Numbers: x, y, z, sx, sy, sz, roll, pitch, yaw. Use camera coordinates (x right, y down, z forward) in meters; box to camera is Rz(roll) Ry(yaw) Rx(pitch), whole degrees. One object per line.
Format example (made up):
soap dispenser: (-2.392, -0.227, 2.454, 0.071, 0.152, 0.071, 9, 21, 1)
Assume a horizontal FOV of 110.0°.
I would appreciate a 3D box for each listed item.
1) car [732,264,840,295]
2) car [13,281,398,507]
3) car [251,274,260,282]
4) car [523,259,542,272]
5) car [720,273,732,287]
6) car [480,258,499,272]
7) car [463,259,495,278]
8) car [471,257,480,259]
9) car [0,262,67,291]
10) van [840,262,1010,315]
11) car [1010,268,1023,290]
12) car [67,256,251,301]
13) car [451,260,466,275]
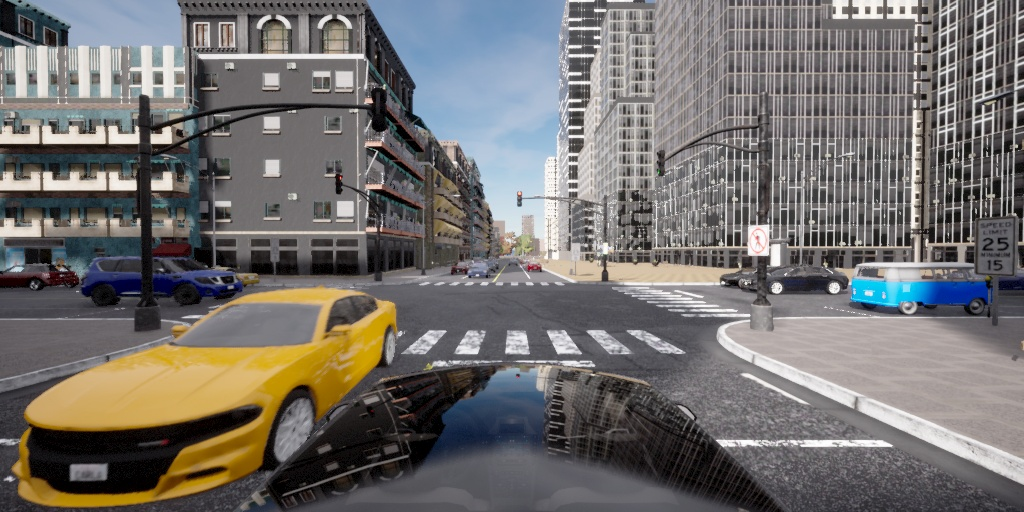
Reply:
car: (14.641, 1.194, 18.718, 4.892, 1.490, 1.837, 0, 1, 0)
car: (-3.046, 1.224, 4.973, 1.882, 1.535, 5.008, 1, 0, -3)
car: (-17.826, 1.247, 21.361, 4.829, 1.417, 1.751, 0, 0, 0)
car: (2.782, 1.290, 45.091, 1.888, 1.381, 4.507, 0, 0, 0)
car: (14.732, 1.216, 21.320, 4.313, 1.339, 1.948, 0, 0, 0)
car: (-2.975, 1.309, 43.991, 1.994, 1.385, 4.181, 0, 0, 0)
car: (-3.007, 1.292, 33.958, 2.033, 1.411, 5.357, 0, 0, 0)
car: (-5.566, 1.184, 45.058, 1.967, 1.591, 4.097, 0, 0, 0)
car: (-28.724, 1.190, 21.375, 4.097, 1.591, 1.967, 0, 0, 0)
van: (14.721, 1.117, 12.939, 3.998, 1.789, 1.690, 0, 0, 0)
car: (24.713, 1.196, 18.703, 4.674, 1.442, 1.812, 0, 1, 0)
car: (-15.076, 1.023, 15.608, 5.566, 2.045, 2.150, 0, 1, -1)
car: (-5.582, 1.290, 39.409, 1.888, 1.381, 4.507, 0, 0, 0)
